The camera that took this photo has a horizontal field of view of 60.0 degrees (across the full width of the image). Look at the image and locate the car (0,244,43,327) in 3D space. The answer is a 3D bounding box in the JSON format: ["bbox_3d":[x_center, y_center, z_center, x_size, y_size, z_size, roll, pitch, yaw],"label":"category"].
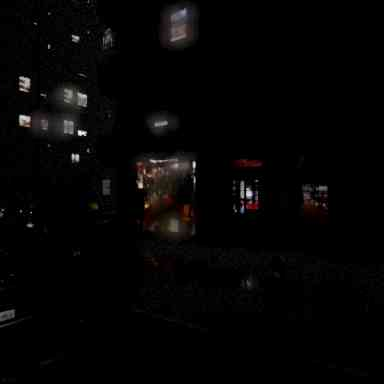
[{"bbox_3d":[-4.463,1.550,6.069,4.403,1.369,2.008,0,0,36],"label":"car"}]

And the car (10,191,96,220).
[{"bbox_3d":[-10.758,0.989,26.226,2.150,2.045,5.566,0,1,35],"label":"car"}]

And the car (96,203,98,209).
[{"bbox_3d":[-10.904,1.245,30.513,1.752,1.417,4.829,1,1,35],"label":"car"}]

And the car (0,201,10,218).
[{"bbox_3d":[-13.999,1.345,26.092,2.008,1.369,4.403,1,1,35],"label":"car"}]
